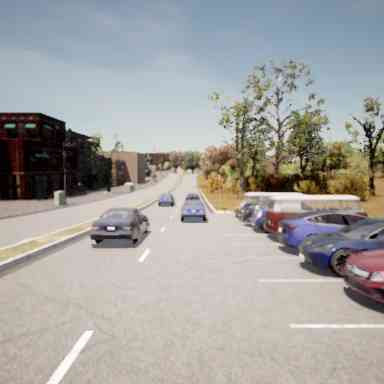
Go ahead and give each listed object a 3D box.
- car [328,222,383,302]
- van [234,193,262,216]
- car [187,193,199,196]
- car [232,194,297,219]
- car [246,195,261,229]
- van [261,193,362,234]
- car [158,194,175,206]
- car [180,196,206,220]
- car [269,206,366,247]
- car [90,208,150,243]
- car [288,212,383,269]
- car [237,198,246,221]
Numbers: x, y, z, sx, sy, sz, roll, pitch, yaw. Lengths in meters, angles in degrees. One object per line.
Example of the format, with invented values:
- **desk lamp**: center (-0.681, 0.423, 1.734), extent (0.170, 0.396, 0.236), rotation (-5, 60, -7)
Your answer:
- **car**: center (5.540, 1.484, 6.700), extent (4.674, 1.452, 2.002), rotation (0, 0, 0)
- **van**: center (5.422, 1.039, 23.230), extent (4.442, 1.987, 1.878), rotation (0, 1, 0)
- **car**: center (0.102, 0.865, 41.585), extent (1.837, 1.490, 4.892), rotation (0, 1, 0)
- **car**: center (5.569, 1.092, 25.983), extent (4.553, 1.767, 2.185), rotation (0, 1, 0)
- **car**: center (5.507, 1.214, 17.846), extent (4.553, 1.767, 2.185), rotation (0, 1, 0)
- **van**: center (5.655, 1.146, 14.961), extent (4.442, 1.987, 1.878), rotation (0, 1, 0)
- **car**: center (-3.149, 0.905, 41.662), extent (2.033, 1.411, 5.357), rotation (0, 2, 0)
- **car**: center (0.101, 1.302, 25.028), extent (2.033, 1.411, 5.357), rotation (0, 1, 0)
- **car**: center (5.568, 1.428, 12.211), extent (4.792, 1.488, 2.163), rotation (0, 1, 0)
- **car**: center (-3.156, 1.435, 15.406), extent (2.033, 1.411, 5.357), rotation (0, 1, 0)
- **car**: center (5.508, 1.454, 9.459), extent (4.792, 1.488, 2.163), rotation (0, 1, 0)
- **car**: center (5.533, 1.306, 20.475), extent (4.892, 1.521, 2.231), rotation (0, 1, 0)
